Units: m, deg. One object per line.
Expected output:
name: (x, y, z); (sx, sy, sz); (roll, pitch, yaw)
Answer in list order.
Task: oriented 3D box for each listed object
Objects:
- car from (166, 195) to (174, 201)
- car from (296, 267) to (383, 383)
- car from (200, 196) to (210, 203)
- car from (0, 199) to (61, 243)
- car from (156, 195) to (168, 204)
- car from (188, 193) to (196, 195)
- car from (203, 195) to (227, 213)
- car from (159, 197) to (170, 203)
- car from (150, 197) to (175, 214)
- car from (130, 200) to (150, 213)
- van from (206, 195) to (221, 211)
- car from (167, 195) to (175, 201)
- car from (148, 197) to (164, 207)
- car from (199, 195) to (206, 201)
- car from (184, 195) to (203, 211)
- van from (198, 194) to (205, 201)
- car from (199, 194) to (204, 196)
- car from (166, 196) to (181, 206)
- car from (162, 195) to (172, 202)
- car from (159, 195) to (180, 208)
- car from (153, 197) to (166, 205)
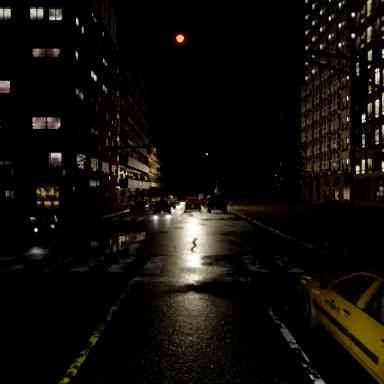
car: (-5.706, 1.611, 85.951); (1.752, 1.417, 4.829); (0, 0, 0)
car: (2.686, 1.525, 4.140); (1.752, 1.417, 4.829); (0, 0, 0)
car: (2.676, 1.601, 69.542); (1.887, 1.381, 4.507); (0, 0, 0)
car: (-9.462, 1.362, 16.653); (5.566, 2.045, 2.150); (-1, 0, 11)
car: (-5.704, 1.487, 64.014); (1.967, 1.590, 4.097); (0, 0, 0)
car: (-0.008, 1.272, 65.400); (2.150, 2.045, 5.566); (0, 0, 0)
car: (2.680, 1.326, 36.383); (2.192, 1.841, 5.009); (0, 0, 0)
car: (-5.704, 1.638, 69.541); (1.802, 1.307, 4.206); (0, 0, 0)
car: (-3.127, 1.558, 35.290); (2.033, 1.411, 5.357); (0, 0, -4)
car: (-5.698, 1.562, 36.381); (2.008, 1.369, 4.403); (0, 0, 0)
van: (2.679, 1.357, 41.908); (1.690, 1.788, 3.998); (0, 0, 0)
car: (-5.707, 1.642, 91.647); (1.887, 1.381, 4.507); (0, 0, 0)
car: (-5.701, 1.580, 52.961); (2.008, 1.369, 4.403); (0, 0, 0)
car: (2.674, 1.612, 86.292); (1.752, 1.417, 4.829); (0, 0, 0)
car: (0.081, 1.493, 41.041); (1.882, 1.535, 5.008); (0, 0, 0)
van: (2.672, 1.439, 91.648); (1.690, 1.788, 3.998); (0, 0, 0)
car: (2.677, 1.353, 58.488); (2.192, 1.841, 5.009); (0, 0, 0)
car: (-3.053, 1.525, 55.611); (2.128, 1.511, 4.902); (0, 0, 0)
car: (-5.705, 1.505, 75.068); (1.967, 1.590, 4.097); (0, 0, 0)
car: (-3.095, 1.567, 45.418); (2.033, 1.411, 5.357); (0, 0, 0)
car: (-5.702, 1.582, 58.487); (1.887, 1.381, 4.507); (0, 0, 0)
